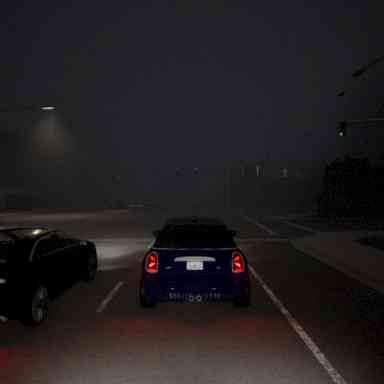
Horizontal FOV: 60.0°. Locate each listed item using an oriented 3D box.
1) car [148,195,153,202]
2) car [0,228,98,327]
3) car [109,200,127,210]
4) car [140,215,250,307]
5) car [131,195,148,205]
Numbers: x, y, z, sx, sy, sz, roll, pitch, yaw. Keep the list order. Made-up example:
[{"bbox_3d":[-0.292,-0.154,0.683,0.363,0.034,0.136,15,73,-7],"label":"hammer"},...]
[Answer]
[{"bbox_3d":[-10.635,1.588,81.108,1.882,1.535,5.008,0,1,0],"label":"car"},{"bbox_3d":[-3.446,1.502,7.015,2.128,1.511,4.902,0,0,0],"label":"car"},{"bbox_3d":[-10.674,1.887,48.390,1.812,1.442,4.674,0,0,0],"label":"car"},{"bbox_3d":[0.060,1.363,8.155,2.097,1.767,4.553,0,0,0],"label":"car"},{"bbox_3d":[-10.636,1.655,65.584,2.097,1.767,4.553,0,1,0],"label":"car"}]
